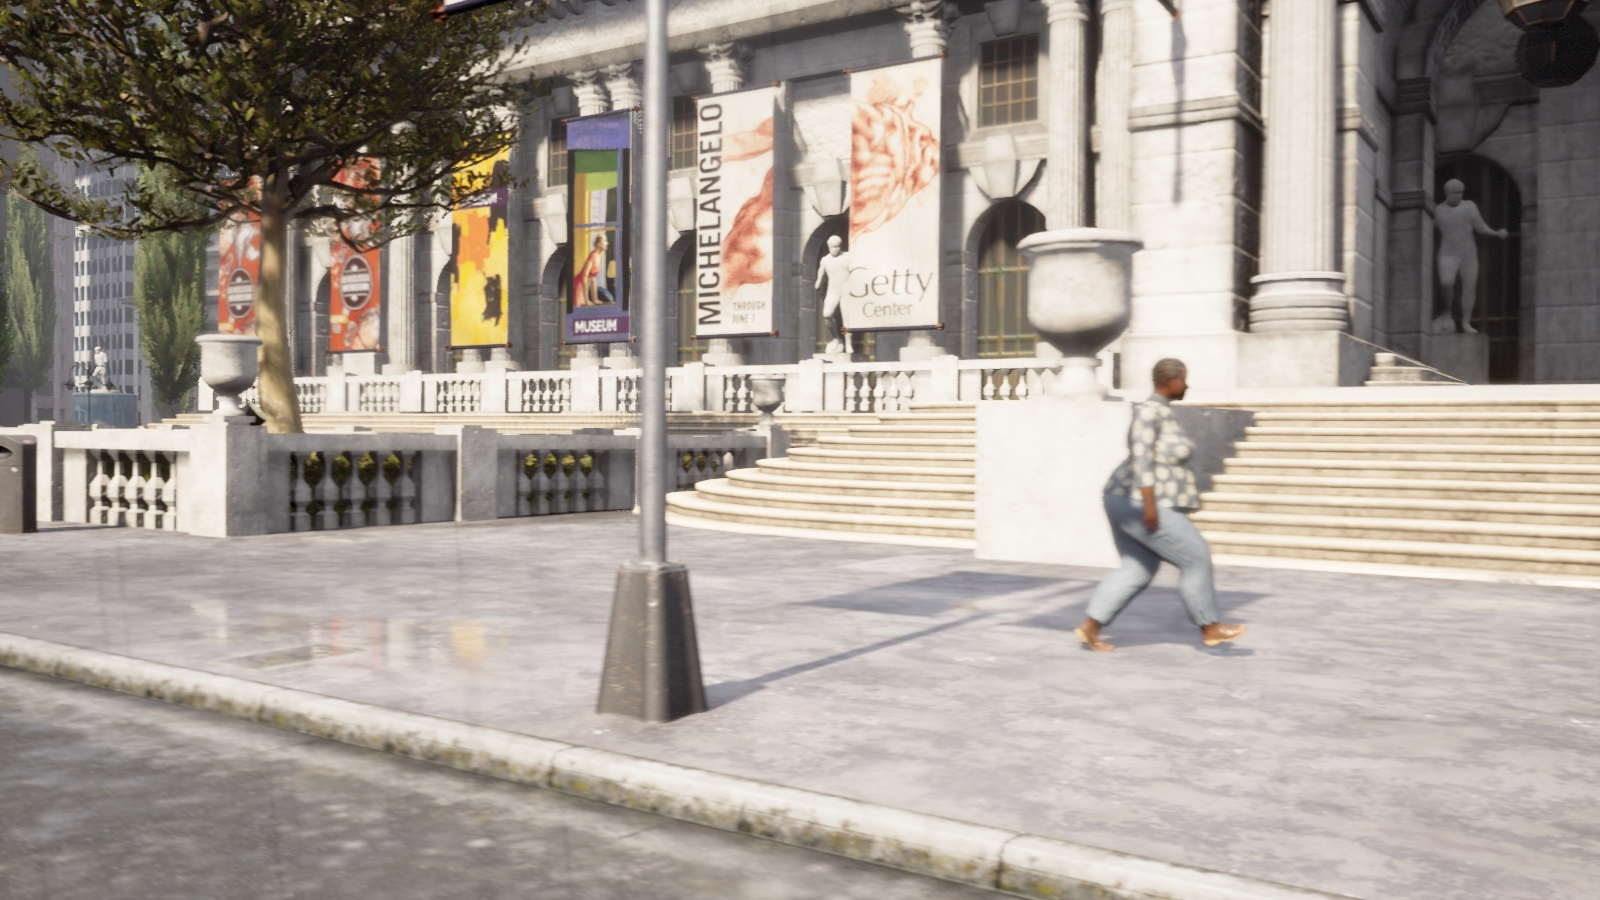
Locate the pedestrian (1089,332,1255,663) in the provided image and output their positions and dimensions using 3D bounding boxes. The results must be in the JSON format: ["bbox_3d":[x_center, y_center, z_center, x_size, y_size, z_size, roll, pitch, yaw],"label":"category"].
[{"bbox_3d":[2.234,0.264,7.571,0.900,1.855,0.874,0,1,16],"label":"pedestrian"}]
